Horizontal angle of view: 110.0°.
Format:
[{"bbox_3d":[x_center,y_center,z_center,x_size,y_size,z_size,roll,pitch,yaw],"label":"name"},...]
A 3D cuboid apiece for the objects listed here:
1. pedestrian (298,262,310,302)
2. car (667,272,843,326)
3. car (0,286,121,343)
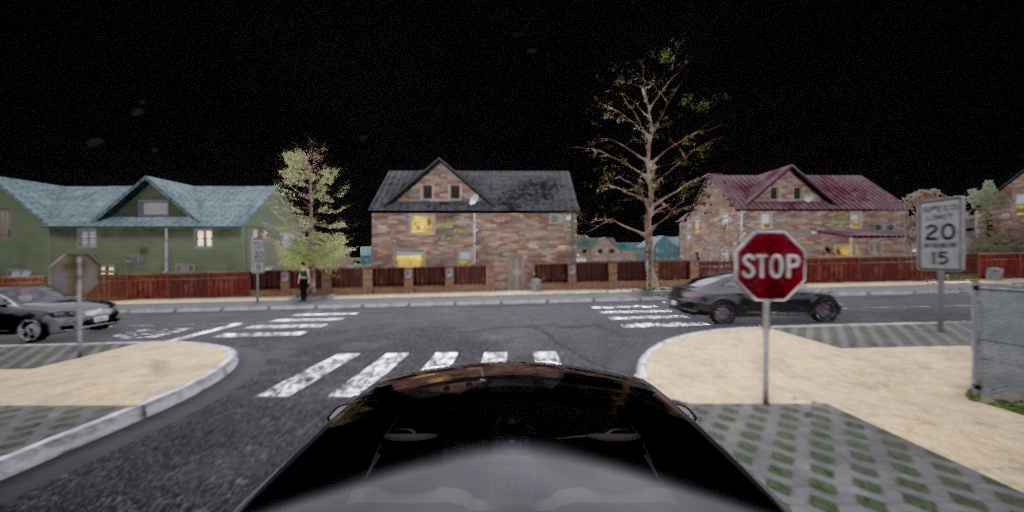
[{"bbox_3d":[-9.692,1.184,16.628,0.375,1.860,0.375,0,2,0],"label":"pedestrian"},{"bbox_3d":[7.165,1.189,10.854,4.674,1.442,1.812,-1,0,0],"label":"car"},{"bbox_3d":[-14.769,1.673,10.745,4.902,1.511,2.128,-1,0,0],"label":"car"}]
